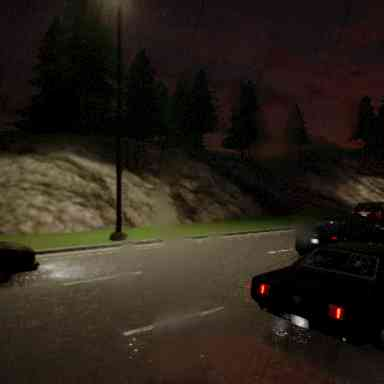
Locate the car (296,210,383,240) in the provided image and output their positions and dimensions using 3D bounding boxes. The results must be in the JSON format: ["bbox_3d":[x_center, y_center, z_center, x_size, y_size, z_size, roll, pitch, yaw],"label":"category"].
[{"bbox_3d":[5.664,1.582,12.088,4.181,1.385,1.994,0,0,-36],"label":"car"}]

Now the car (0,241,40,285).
[{"bbox_3d":[-6.531,1.546,7.686,5.357,1.411,2.033,0,0,-36],"label":"car"}]

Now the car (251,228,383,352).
[{"bbox_3d":[3.390,1.611,6.165,4.718,1.301,1.895,0,0,-36],"label":"car"}]

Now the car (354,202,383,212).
[{"bbox_3d":[11.862,1.385,20.803,4.553,1.767,2.097,0,0,-35],"label":"car"}]
